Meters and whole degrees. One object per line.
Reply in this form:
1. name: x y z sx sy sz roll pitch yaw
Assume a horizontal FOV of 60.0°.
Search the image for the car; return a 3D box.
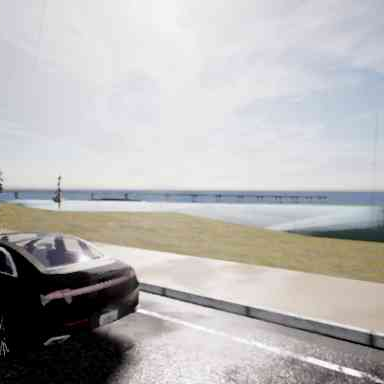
1. car: -3.092 1.462 5.891 4.902 1.511 2.128 0 0 35
